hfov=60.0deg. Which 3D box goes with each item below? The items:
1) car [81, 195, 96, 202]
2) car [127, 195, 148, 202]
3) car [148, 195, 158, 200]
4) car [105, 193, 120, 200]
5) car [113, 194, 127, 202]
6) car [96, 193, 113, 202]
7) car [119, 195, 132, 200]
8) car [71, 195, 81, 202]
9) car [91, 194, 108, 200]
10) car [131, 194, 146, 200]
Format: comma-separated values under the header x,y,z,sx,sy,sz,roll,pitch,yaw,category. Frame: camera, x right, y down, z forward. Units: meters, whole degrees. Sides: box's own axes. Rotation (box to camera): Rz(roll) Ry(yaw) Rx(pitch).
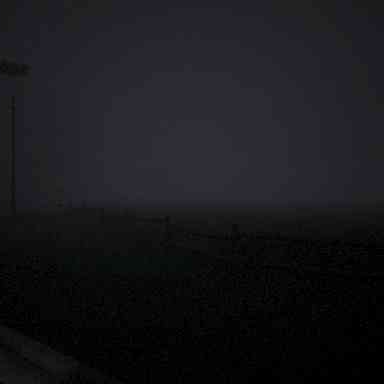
x,y,z,sx,sy,sz,roll,pitch,yaw,category
-22.099,1.432,74.522,1.882,1.535,5.008,0,0,10,car
-11.765,1.437,72.663,1.882,1.535,5.008,0,0,10,car
-9.915,1.403,82.948,1.895,1.301,4.718,0,0,10,car
-20.260,1.159,84.748,2.097,1.767,4.553,0,0,10,car
-15.116,1.315,73.800,2.097,1.767,4.553,0,0,10,car
-18.654,1.506,73.902,2.033,1.411,5.357,0,0,10,car
-16.810,1.357,84.158,1.994,1.385,4.181,0,0,10,car
-25.544,1.453,75.141,1.837,1.490,4.892,0,0,10,car
-23.699,1.342,85.397,2.033,1.411,5.357,0,0,10,car
-13.365,1.346,83.538,2.033,1.411,5.357,0,0,10,car
